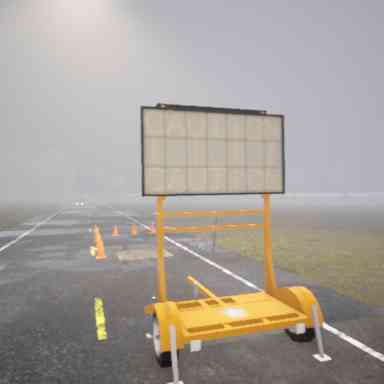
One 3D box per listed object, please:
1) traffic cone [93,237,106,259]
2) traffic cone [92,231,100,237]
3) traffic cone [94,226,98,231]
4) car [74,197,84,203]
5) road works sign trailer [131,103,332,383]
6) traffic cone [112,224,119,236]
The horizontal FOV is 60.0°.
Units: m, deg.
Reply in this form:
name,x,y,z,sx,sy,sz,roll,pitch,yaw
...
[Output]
name,x,y,z,sx,sy,sz,roll,pitch,yaw
traffic cone,-3.190,1.994,11.626,0.340,0.580,0.340,-1,0,-18
traffic cone,-3.798,2.002,13.532,0.340,0.580,0.340,-1,0,-18
traffic cone,-4.407,2.010,15.436,0.340,0.580,0.340,-1,0,-18
car,-27.339,1.868,80.549,2.128,1.511,4.902,-1,0,-18
road works sign trailer,0.335,0.451,5.411,2.380,3.560,2.880,-1,0,-18
traffic cone,-4.064,2.004,17.647,0.340,0.580,0.340,-1,0,-18
